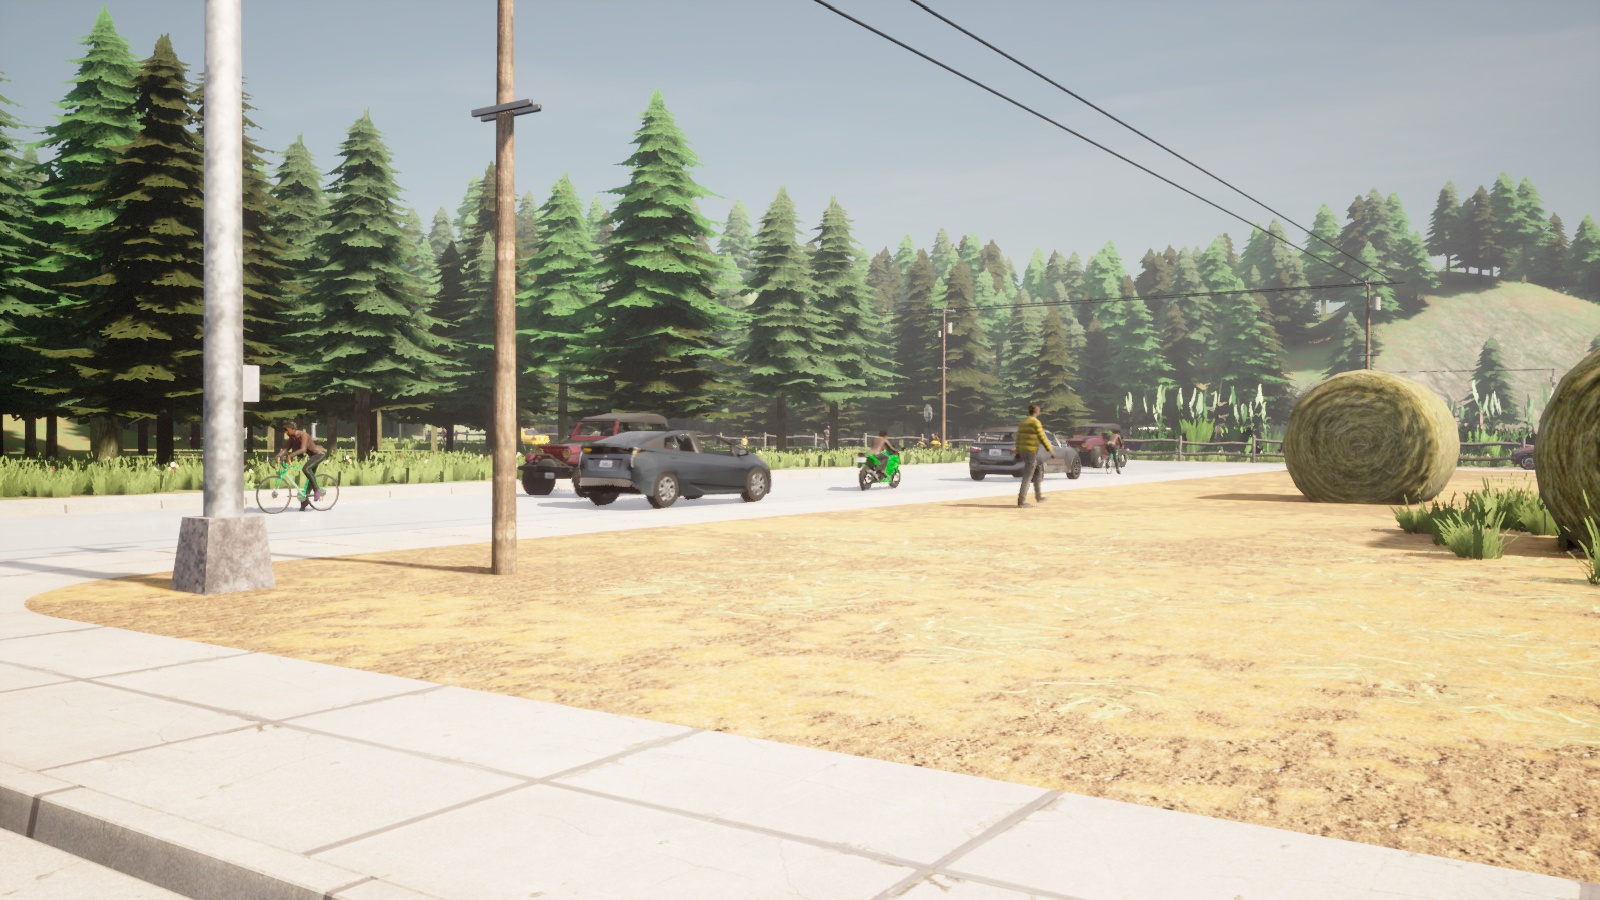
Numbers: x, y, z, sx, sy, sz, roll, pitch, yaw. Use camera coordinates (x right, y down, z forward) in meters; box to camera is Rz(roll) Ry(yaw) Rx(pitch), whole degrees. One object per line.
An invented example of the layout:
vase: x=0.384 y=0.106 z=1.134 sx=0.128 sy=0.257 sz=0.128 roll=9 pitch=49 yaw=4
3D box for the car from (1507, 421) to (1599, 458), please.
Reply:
car: x=31.697 y=-0.434 z=51.316 sx=4.674 sy=1.442 sz=1.812 roll=0 pitch=1 yaw=37

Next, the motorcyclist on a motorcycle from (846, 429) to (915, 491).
motorcyclist on a motorcycle: x=2.059 y=0.221 z=31.950 sx=0.797 sy=1.523 sz=2.044 roll=0 pitch=1 yaw=35

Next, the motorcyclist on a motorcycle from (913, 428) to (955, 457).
motorcyclist on a motorcycle: x=7.021 y=-0.400 z=65.785 sx=2.044 sy=1.523 sz=0.797 roll=0 pitch=1 yaw=37

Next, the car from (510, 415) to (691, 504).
car: x=-4.474 y=0.166 z=28.650 sx=1.905 sy=1.878 sz=3.866 roll=0 pitch=1 yaw=35

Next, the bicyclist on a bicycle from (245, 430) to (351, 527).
bicyclist on a bicycle: x=-8.881 y=0.477 z=22.268 sx=0.582 sy=1.620 sz=1.656 roll=0 pitch=1 yaw=35

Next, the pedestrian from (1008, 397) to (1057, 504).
pedestrian: x=4.060 y=0.005 z=21.951 sx=0.709 sy=1.840 sz=0.431 roll=-1 pitch=1 yaw=-22

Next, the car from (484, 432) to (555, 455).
car: x=-20.104 y=-0.477 z=89.933 sx=5.366 sy=1.575 sz=1.801 roll=0 pitch=1 yaw=36

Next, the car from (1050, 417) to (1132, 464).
car: x=12.286 y=-0.415 z=52.905 sx=1.905 sy=1.878 sz=3.866 roll=0 pitch=1 yaw=38

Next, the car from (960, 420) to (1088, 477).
car: x=7.063 y=-0.090 z=39.193 sx=2.242 sy=1.667 sz=4.611 roll=0 pitch=1 yaw=34

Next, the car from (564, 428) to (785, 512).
car: x=-2.429 y=0.342 z=25.449 sx=2.007 sy=1.525 sz=4.514 roll=0 pitch=1 yaw=35
